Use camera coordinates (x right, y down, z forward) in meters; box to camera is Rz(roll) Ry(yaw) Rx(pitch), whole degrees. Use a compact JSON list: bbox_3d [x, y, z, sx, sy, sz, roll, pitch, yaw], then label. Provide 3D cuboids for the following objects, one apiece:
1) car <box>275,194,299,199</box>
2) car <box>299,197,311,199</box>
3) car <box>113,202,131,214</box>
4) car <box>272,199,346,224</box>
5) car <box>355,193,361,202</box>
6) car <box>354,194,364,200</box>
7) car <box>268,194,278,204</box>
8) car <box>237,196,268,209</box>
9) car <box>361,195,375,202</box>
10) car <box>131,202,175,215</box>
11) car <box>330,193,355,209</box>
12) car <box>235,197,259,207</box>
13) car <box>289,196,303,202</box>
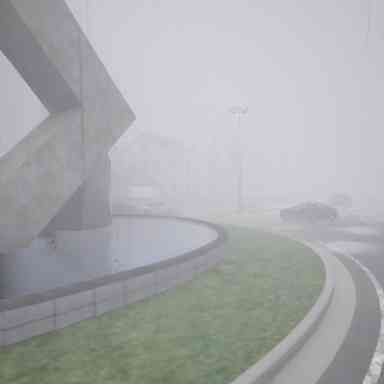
[{"bbox_3d":[17.999,1.630,62.893,1.882,1.535,5.008,-1,-1,34],"label":"car"},{"bbox_3d":[24.946,1.716,73.178,1.895,1.301,4.718,-1,0,34],"label":"car"},{"bbox_3d":[-9.275,1.929,39.071,5.357,1.411,2.033,-1,0,-17],"label":"car"},{"bbox_3d":[8.673,1.535,25.167,2.128,1.511,4.902,0,-1,-23],"label":"car"},{"bbox_3d":[37.288,1.191,77.172,2.150,2.045,5.566,-1,0,34],"label":"car"},{"bbox_3d":[42.871,1.305,85.437,1.812,1.442,4.674,-1,0,34],"label":"car"},{"bbox_3d":[16.398,1.423,66.782,2.150,2.045,5.566,-1,0,34],"label":"car"},{"bbox_3d":[9.122,1.547,50.186,2.097,1.767,4.553,-1,0,37],"label":"car"},{"bbox_3d":[40.157,1.465,75.159,1.994,1.385,4.181,-1,0,34],"label":"car"},{"bbox_3d":[-4.131,1.829,37.771,4.674,1.442,1.812,-2,0,-32],"label":"car"},{"bbox_3d":[20.549,1.230,45.859,2.150,2.045,5.566,-1,0,33],"label":"car"},{"bbox_3d":[9.374,1.724,56.484,2.128,1.511,4.902,-1,0,35],"label":"car"},{"bbox_3d":[24.636,1.756,78.973,1.895,1.301,4.718,-1,0,34],"label":"car"}]
